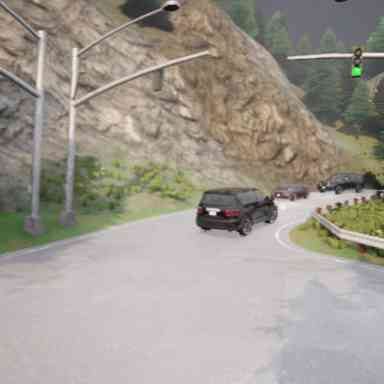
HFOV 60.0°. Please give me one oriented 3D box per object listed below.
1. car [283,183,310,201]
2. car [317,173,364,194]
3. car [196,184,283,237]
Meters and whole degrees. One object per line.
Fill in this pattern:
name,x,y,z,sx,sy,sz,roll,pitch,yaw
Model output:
car,8.361,-0.056,28.345,1.994,1.385,4.181,6,8,42
car,15.566,-0.916,34.641,5.566,2.045,2.150,-3,5,-30
car,2.343,0.748,16.231,2.150,2.045,5.566,4,7,33
